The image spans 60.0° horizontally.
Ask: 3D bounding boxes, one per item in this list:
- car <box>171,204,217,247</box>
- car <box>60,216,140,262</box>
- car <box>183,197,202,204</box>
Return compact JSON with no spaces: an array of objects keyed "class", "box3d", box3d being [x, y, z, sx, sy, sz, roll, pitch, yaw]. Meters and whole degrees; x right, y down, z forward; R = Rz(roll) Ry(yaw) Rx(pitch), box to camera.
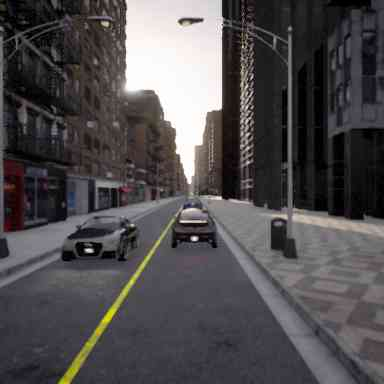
[{"class":"car","box3d":[0.096,1.507,14.971,1.837,1.490,4.892,0,0,0]},{"class":"car","box3d":[-3.101,1.566,11.991,1.994,1.385,4.181,0,0,0]},{"class":"car","box3d":[0.093,1.357,37.568,2.097,1.767,4.553,0,0,0]}]
